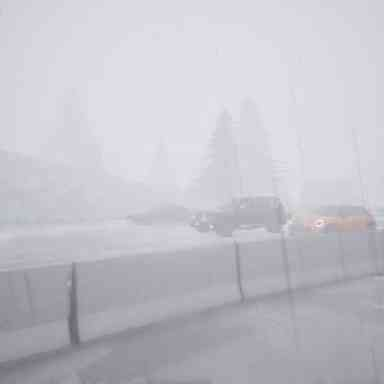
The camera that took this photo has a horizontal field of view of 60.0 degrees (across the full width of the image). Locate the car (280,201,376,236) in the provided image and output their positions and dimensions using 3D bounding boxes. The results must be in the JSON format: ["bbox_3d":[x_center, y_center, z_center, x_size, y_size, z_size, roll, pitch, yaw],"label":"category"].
[{"bbox_3d":[6.921,1.397,16.386,4.553,1.767,2.097,0,0,-29],"label":"car"}]

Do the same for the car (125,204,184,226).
[{"bbox_3d":[-1.905,1.536,23.444,5.357,1.411,2.033,0,0,-31],"label":"car"}]

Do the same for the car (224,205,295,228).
[{"bbox_3d":[4.728,1.633,23.212,4.718,1.301,1.895,0,0,-29],"label":"car"}]

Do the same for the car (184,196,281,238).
[{"bbox_3d":[2.647,1.239,17.995,5.566,2.045,2.150,0,0,-31],"label":"car"}]
